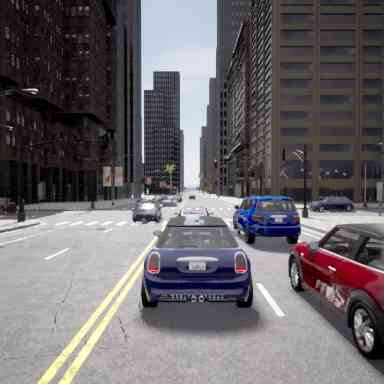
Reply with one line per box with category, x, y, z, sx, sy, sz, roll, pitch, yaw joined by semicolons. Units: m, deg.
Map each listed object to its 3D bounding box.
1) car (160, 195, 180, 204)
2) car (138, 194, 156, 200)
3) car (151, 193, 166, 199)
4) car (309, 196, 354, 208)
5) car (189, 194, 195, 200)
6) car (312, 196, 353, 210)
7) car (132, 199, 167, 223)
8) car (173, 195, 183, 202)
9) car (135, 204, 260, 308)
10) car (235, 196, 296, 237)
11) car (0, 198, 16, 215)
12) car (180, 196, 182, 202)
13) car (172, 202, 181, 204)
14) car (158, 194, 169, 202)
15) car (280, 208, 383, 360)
car;-3.346;1.565;51.531;1.895;1.301;4.718;0;0;3
car;-6.598;1.459;45.952;2.128;1.511;4.902;0;0;0
car;-6.553;1.452;63.675;2.128;1.511;4.902;0;0;0
car;15.352;1.277;36.877;4.553;1.767;2.097;0;1;-1
car;-0.001;1.456;92.237;1.837;1.490;4.892;0;0;0
car;16.678;1.323;39.578;4.097;1.590;1.967;0;1;0
car;-3.351;1.528;25.860;2.033;1.411;5.357;0;0;0
car;-3.252;1.508;77.696;1.994;1.385;4.181;0;0;0
car;0.095;1.348;8.084;2.097;1.767;4.553;0;0;0
car;3.352;1.211;15.835;2.150;2.045;5.566;0;0;-2
car;-20.490;1.368;33.745;4.553;1.767;2.097;0;1;0
car;-3.267;1.523;67.630;1.994;1.385;4.181;0;0;1
car;0.093;1.480;17.021;2.128;1.511;4.902;0;0;0
car;-6.501;1.311;75.065;2.097;1.767;4.553;0;0;0
car;3.345;1.349;6.125;2.097;1.767;4.553;0;0;0
